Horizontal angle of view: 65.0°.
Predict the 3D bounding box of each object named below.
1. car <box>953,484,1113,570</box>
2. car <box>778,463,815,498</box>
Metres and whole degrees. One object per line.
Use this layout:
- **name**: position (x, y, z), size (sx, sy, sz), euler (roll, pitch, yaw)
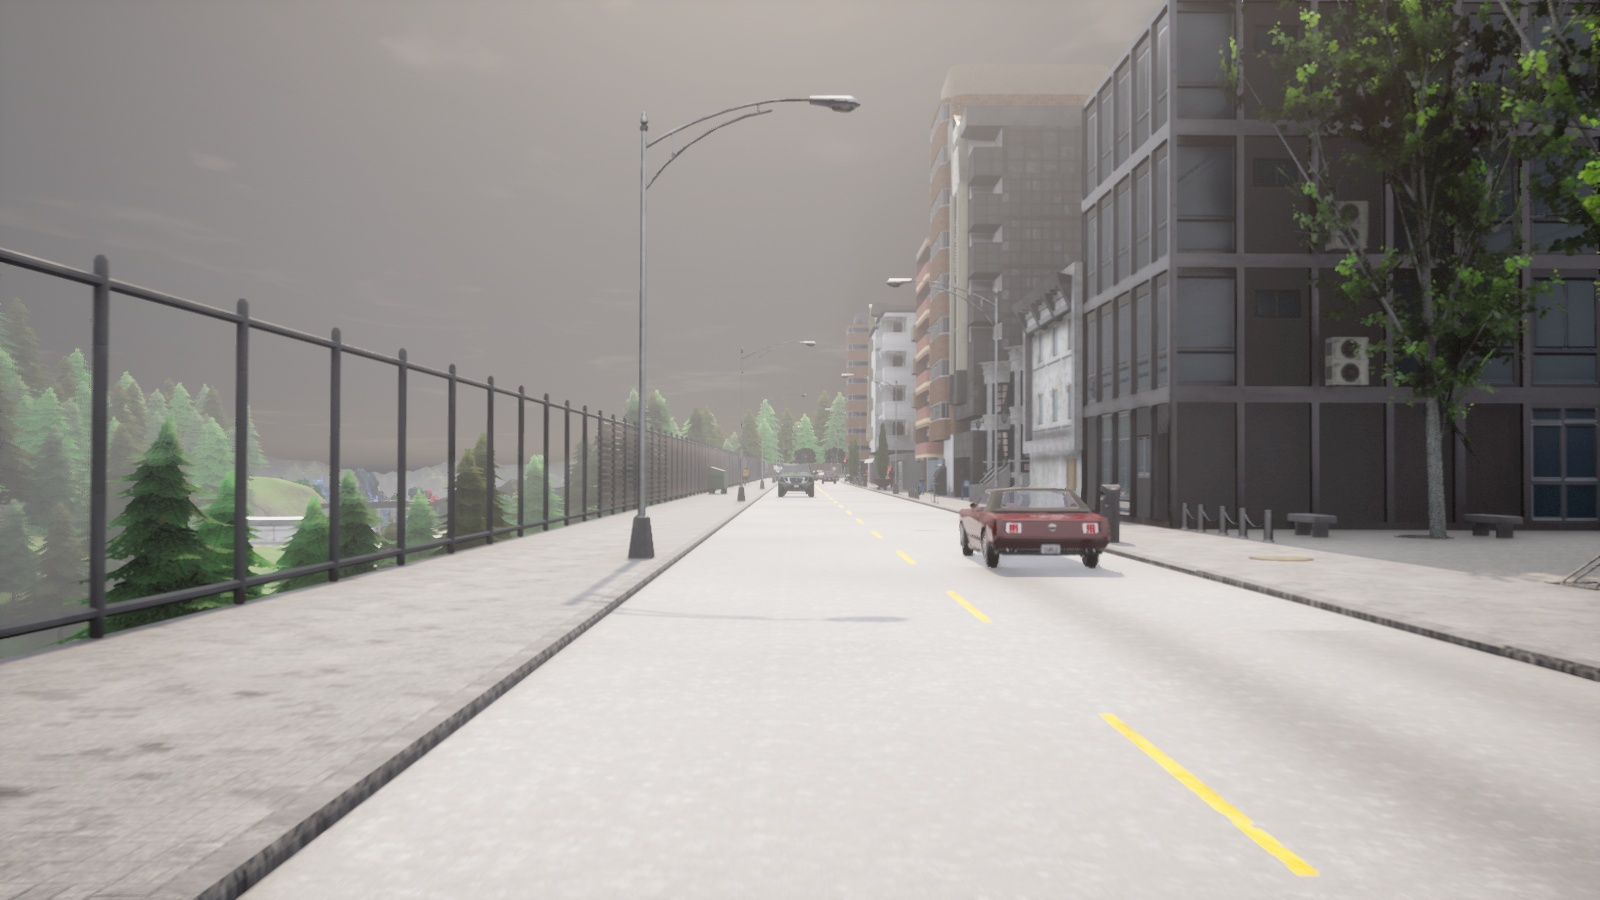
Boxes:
- **car**: position (3.937, 1.268, 22.018), size (1.895, 1.301, 4.718), euler (0, -1, 0)
- **car**: position (-0.214, 1.810, 76.202), size (2.150, 2.045, 5.566), euler (0, -1, 0)
